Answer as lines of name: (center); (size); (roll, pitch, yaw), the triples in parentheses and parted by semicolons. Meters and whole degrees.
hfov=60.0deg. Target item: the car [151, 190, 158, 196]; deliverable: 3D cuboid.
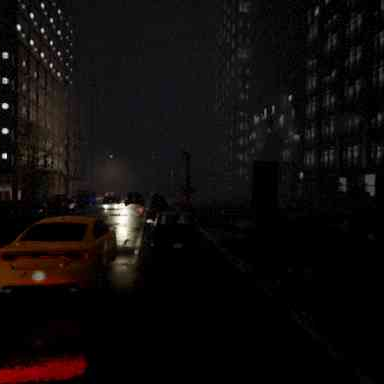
car: (-10.325, 0.272, 90.806); (1.887, 1.381, 4.507); (0, 1, -7)

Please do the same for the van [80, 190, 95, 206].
van: (-12.544, 0.680, 39.389); (1.690, 1.788, 3.998); (0, 1, -7)

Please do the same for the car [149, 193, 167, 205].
car: (-3.546, 1.093, 34.793); (1.947, 1.339, 4.313); (0, 1, -7)

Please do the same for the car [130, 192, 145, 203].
car: (-8.001, 0.830, 49.275); (2.033, 1.411, 5.357); (1, 1, -7)

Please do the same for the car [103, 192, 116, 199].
car: (-15.255, 0.602, 61.792); (1.802, 1.307, 4.206); (0, 1, -7)

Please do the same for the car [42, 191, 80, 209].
car: (-11.188, 0.937, 28.191); (1.967, 1.590, 4.097); (0, 1, -7)

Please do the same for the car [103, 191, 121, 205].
car: (-10.272, 0.890, 43.069); (1.994, 1.385, 4.181); (1, 1, -7)

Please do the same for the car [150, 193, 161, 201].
car: (-6.258, 0.791, 57.199); (1.802, 1.307, 4.206); (0, 1, -7)

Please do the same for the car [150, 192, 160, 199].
car: (-7.614, 0.615, 68.401); (1.947, 1.339, 4.313); (0, 1, -7)

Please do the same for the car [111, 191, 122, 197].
car: (-16.611, 0.426, 72.992); (1.947, 1.339, 4.313); (0, 1, -7)

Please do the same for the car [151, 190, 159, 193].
car: (-5.580, 0.854, 51.597); (1.947, 1.339, 4.313); (0, 1, -7)

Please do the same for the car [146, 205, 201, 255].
car: (-0.707, 1.394, 12.406); (2.008, 1.369, 4.403); (0, 1, -7)

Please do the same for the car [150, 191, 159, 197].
car: (-8.969, 0.454, 79.604); (1.947, 1.339, 4.313); (0, 1, -7)

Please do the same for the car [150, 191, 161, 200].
car: (-6.935, 0.569, 62.798); (1.967, 1.590, 4.097); (0, 1, -7)

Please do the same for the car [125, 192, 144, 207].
car: (-6.741, 0.776, 39.342); (2.097, 1.767, 4.553); (1, 1, -6)

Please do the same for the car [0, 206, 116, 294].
car: (-3.060, 1.335, 8.456); (1.882, 1.535, 5.008); (1, 1, -7)
